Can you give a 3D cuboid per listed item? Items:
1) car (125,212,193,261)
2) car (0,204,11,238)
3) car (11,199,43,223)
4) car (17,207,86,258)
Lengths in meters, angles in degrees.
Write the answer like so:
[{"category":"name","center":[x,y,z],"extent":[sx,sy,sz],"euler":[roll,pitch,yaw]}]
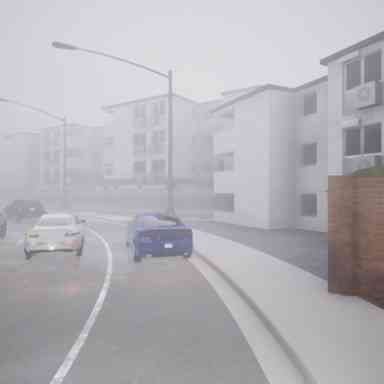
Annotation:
[{"category":"car","center":[-1.384,1.475,12.422],"extent":[1.882,1.535,5.008],"euler":[0,0,-16]},{"category":"car","center":[-9.591,1.346,14.667],"extent":[2.097,1.767,4.553],"euler":[0,0,-22]},{"category":"car","center":[-13.182,1.344,26.088],"extent":[2.097,1.767,4.553],"euler":[0,0,-42]},{"category":"car","center":[-5.111,1.522,12.717],"extent":[1.812,1.442,4.674],"euler":[0,0,-17]}]
